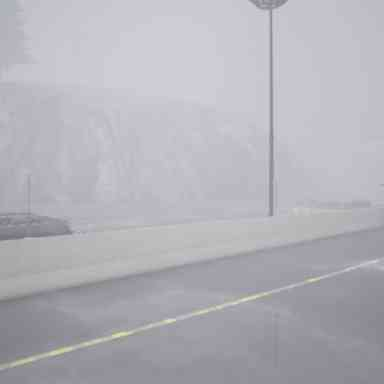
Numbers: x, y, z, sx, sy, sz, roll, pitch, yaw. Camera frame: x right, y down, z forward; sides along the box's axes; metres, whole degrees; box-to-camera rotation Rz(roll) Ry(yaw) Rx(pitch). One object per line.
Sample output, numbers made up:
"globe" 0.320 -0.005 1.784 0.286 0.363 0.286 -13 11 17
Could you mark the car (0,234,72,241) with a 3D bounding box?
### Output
"car" -6.924 1.504 12.055 4.902 1.511 2.128 0 0 -36
